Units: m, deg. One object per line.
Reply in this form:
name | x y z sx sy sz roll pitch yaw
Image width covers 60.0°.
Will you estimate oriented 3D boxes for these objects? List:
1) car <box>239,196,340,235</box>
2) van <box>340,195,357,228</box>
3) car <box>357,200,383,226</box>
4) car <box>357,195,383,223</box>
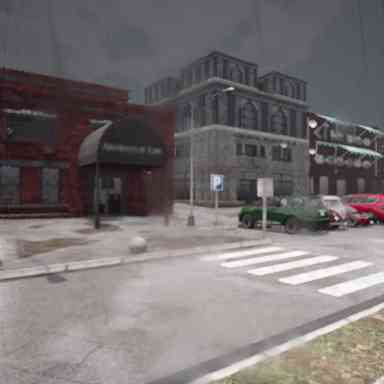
car | 5.206 1.235 19.435 2.435 2.045 5.566 0 0 -36
van | 7.540 1.253 20.946 1.878 1.987 4.442 0 0 -36
car | 9.842 1.500 22.724 2.163 1.488 4.792 0 0 -36
car | 11.956 1.209 24.327 2.435 2.045 5.566 0 0 -36
